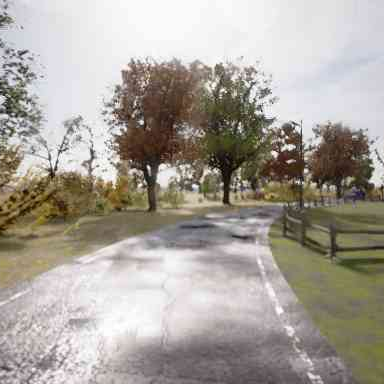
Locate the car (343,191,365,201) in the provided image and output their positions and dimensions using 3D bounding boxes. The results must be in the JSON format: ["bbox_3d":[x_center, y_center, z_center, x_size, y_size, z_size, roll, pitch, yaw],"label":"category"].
[{"bbox_3d":[33.296,0.749,68.197,5.566,2.045,2.150,-1,1,-36],"label":"car"}]

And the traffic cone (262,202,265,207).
[{"bbox_3d":[9.934,1.748,46.317,0.340,0.580,0.340,1,1,33],"label":"traffic cone"}]
